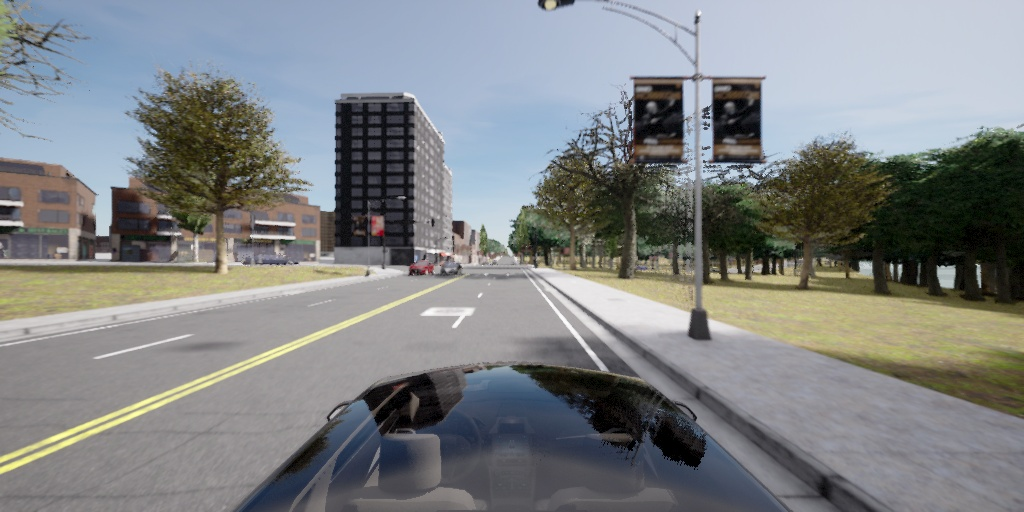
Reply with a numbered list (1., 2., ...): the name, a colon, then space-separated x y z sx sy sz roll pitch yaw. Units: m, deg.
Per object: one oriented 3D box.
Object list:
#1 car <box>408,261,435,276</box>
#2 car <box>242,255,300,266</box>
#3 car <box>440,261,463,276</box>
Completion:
1. car: -9.750 1.283 38.899 1.882 1.535 5.008 0 0 0
2. car: -27.330 0.547 40.798 5.357 1.411 2.033 2 -2 -43
3. car: -6.501 1.295 38.831 2.128 1.511 4.902 0 0 0
